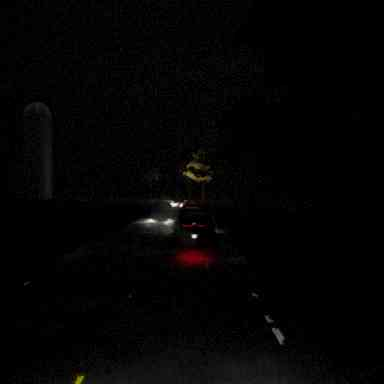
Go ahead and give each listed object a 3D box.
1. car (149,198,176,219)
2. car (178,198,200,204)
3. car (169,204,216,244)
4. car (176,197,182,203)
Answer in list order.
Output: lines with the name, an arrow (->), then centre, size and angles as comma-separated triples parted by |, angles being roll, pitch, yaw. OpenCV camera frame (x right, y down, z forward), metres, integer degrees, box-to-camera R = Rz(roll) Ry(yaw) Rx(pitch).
car -> -2.864, 1.616, 31.326 | 1.882, 1.535, 5.008 | 0, 0, 0
car -> 0.079, 1.631, 31.693 | 2.128, 1.511, 4.902 | 0, 0, 0
car -> 0.096, 1.572, 16.100 | 1.837, 1.490, 4.892 | 0, 0, 0
car -> -2.842, 1.805, 72.478 | 2.128, 1.511, 4.902 | 0, 0, 0
